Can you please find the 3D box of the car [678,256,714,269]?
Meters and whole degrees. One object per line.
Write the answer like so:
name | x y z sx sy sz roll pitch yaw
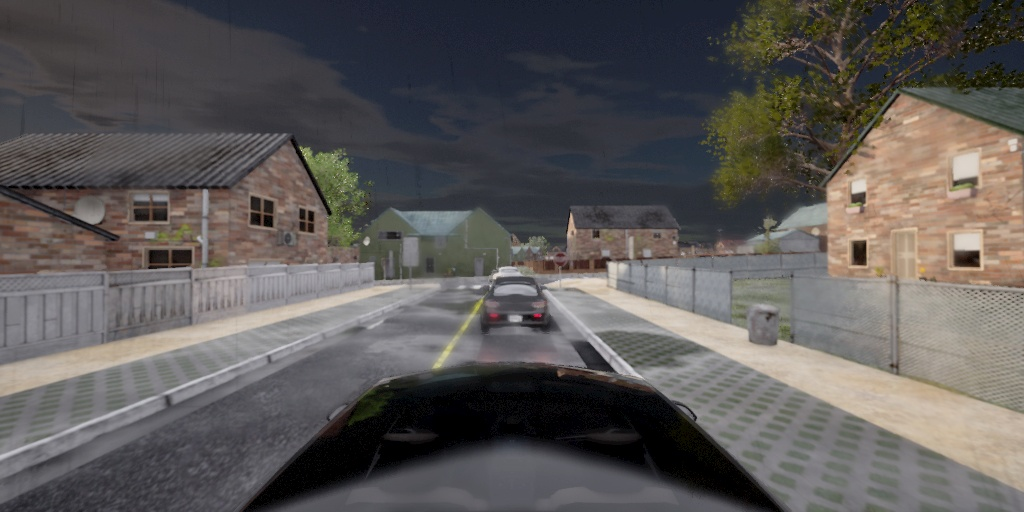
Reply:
car | 16.647 0.797 31.862 4.892 1.490 1.837 -2 -1 0

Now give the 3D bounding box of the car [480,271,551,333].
car | 0.095 1.333 10.793 1.812 1.442 4.674 0 0 0

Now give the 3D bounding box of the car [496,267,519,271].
car | -0.324 1.415 23.336 1.812 1.442 4.674 0 0 -6
